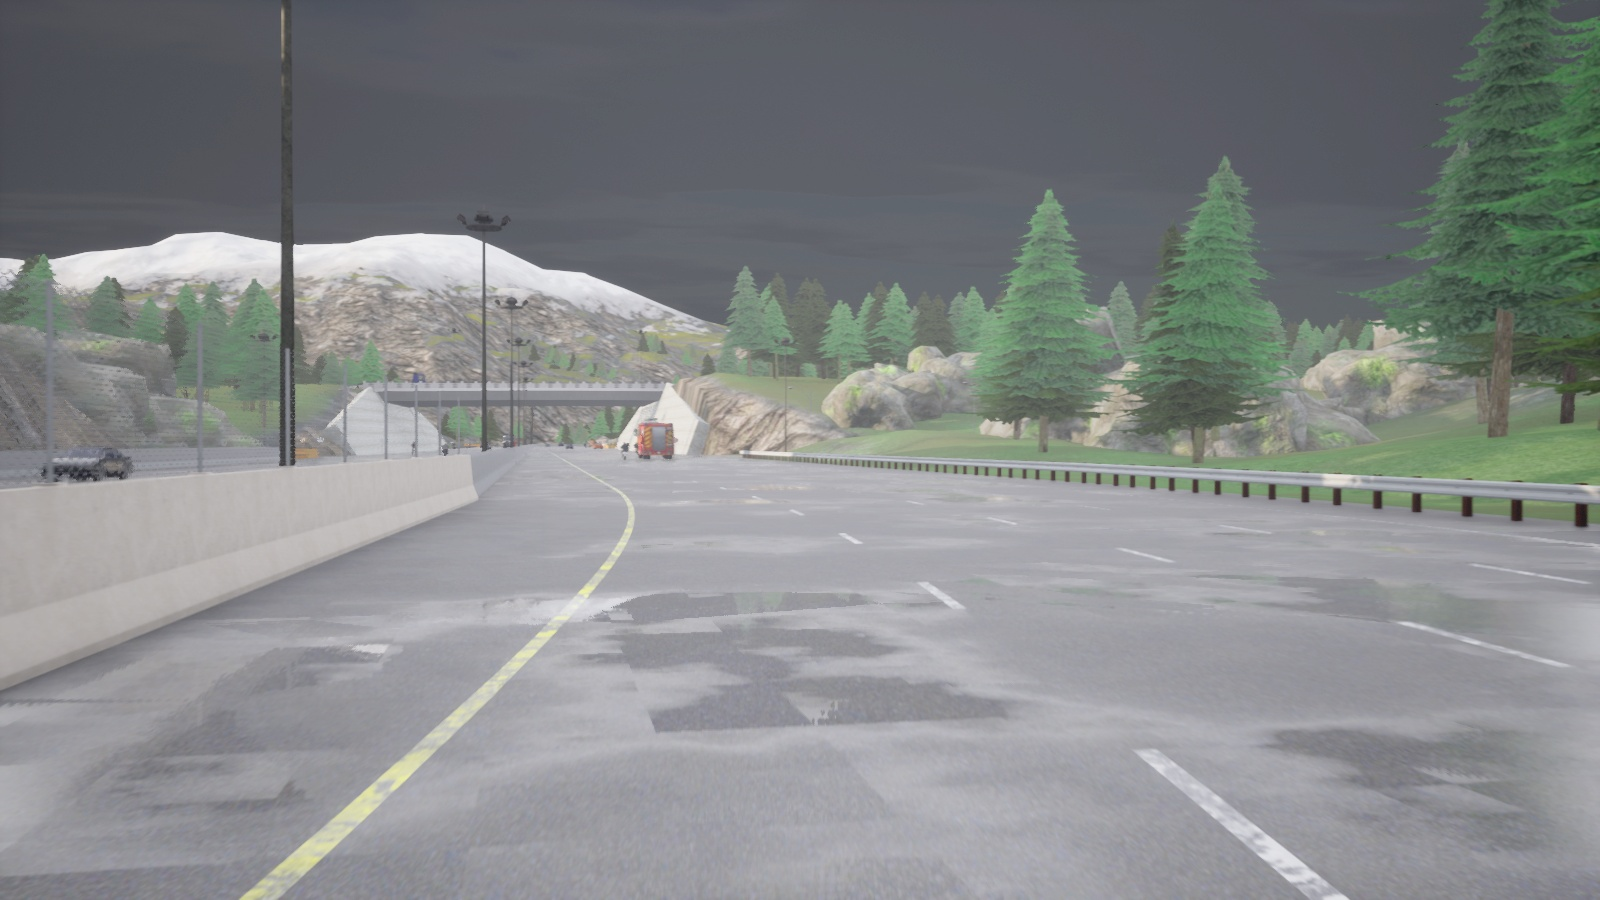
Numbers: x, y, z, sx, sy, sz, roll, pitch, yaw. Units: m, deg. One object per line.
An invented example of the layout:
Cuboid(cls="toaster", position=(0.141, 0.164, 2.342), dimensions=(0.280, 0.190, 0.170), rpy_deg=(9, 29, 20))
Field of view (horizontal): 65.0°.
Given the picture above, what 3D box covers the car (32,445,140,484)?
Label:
Cuboid(cls="car", position=(-27.219, 0.509, 48.080), dimensions=(2.033, 1.411, 5.357), rpy_deg=(0, 0, -12))
